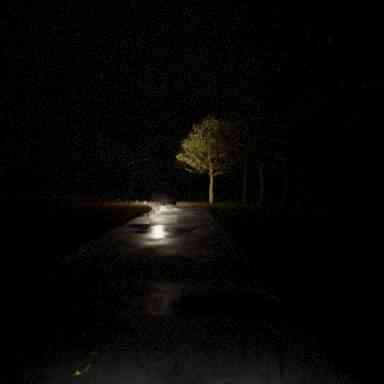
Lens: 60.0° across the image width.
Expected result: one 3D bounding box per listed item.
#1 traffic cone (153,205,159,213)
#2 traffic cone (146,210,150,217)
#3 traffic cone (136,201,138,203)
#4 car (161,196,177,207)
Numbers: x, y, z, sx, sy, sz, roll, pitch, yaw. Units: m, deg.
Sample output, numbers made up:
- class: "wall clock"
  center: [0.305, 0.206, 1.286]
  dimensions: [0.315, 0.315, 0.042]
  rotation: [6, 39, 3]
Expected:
- class: "traffic cone"
  center: [-3.868, 1.869, 34.325]
  dimensions: [0.340, 0.580, 0.340]
  rotation: [0, 0, 0]
- class: "traffic cone"
  center: [-3.866, 1.882, 29.325]
  dimensions: [0.340, 0.580, 0.340]
  rotation: [0, 0, 0]
- class: "traffic cone"
  center: [-10.250, 1.675, 62.058]
  dimensions: [0.340, 0.580, 0.340]
  rotation: [-1, 1, -28]
- class: "car"
  center: [-3.450, 1.374, 48.812]
  dimensions: [1.812, 1.442, 4.674]
  rotation: [0, 0, -13]
